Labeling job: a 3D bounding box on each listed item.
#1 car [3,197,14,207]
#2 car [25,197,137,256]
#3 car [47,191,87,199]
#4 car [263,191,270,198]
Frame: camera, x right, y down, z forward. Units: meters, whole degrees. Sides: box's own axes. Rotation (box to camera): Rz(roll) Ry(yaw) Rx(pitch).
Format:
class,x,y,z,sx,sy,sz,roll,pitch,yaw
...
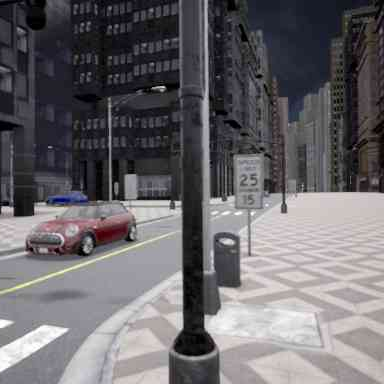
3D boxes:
class,x,y,z,sx,sy,sz,roll,pitch,yaw
car,-21.881,1.317,41.501,4.718,1.301,1.895,-1,0,19
car,-3.933,1.213,12.539,2.097,1.767,4.553,-1,1,19
car,-16.125,0.900,42.914,5.566,2.045,2.150,-1,0,19
car,14.552,0.487,66.640,1.994,1.385,4.181,-1,1,19
